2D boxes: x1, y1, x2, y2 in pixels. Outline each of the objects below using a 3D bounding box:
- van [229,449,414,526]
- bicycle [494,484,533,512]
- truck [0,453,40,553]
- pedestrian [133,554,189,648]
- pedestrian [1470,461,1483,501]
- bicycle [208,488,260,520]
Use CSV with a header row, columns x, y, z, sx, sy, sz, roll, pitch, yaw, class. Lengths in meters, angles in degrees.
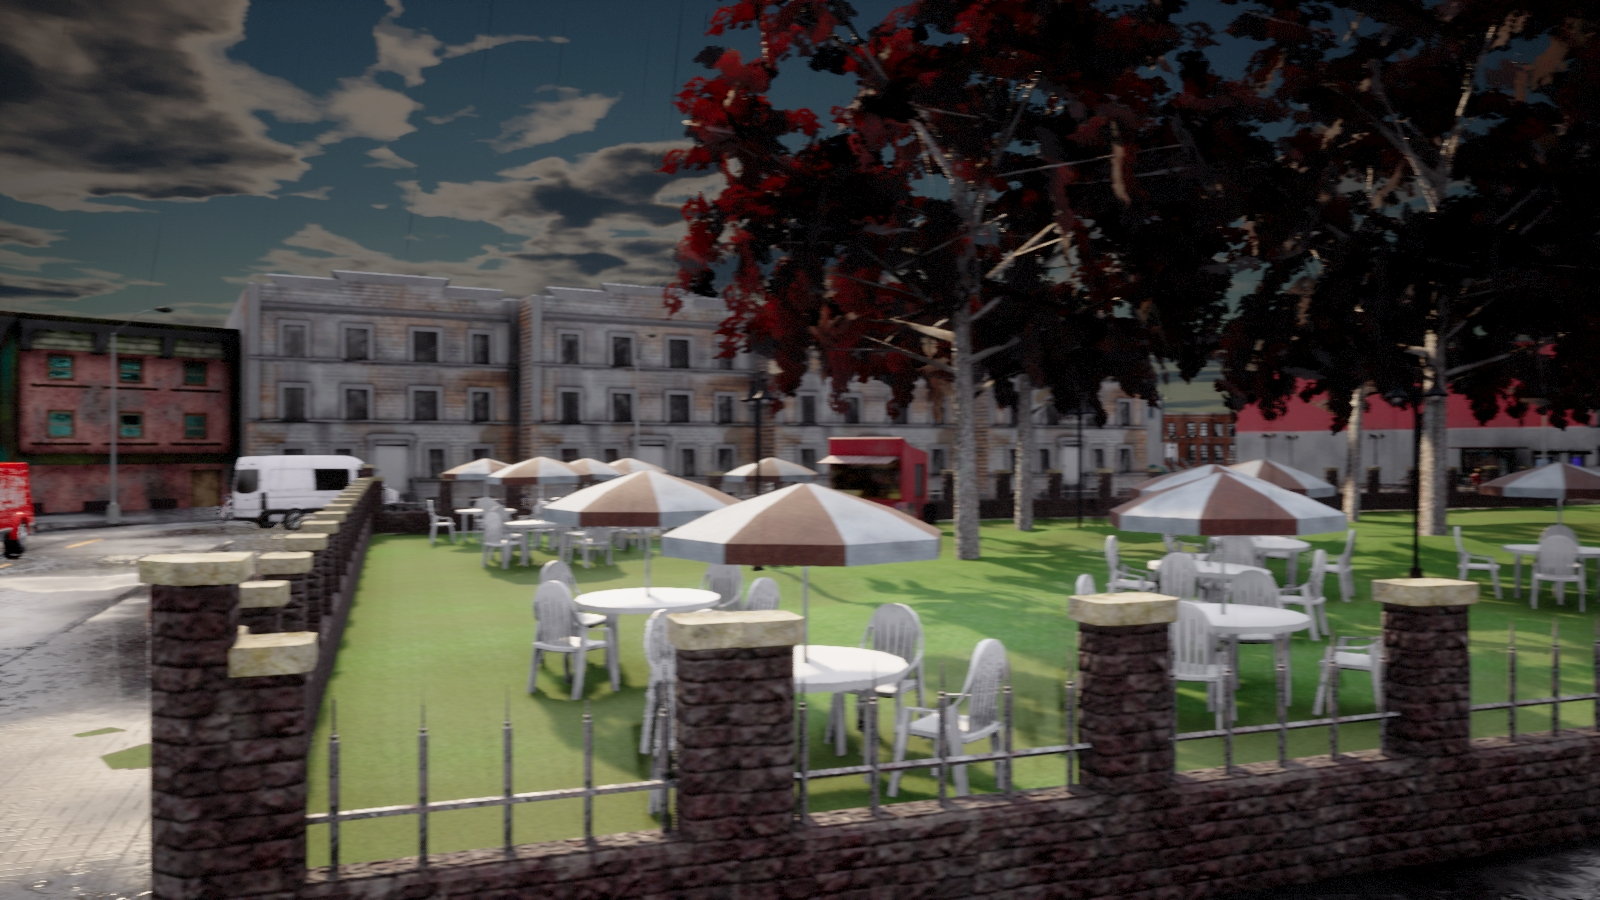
x,y,z,sx,sy,sz,roll,pitch,yaw,class
-17.034,1.273,41.041,1.988,2.561,5.915,-2,-1,36,van
-11.929,1.985,47.562,1.487,1.080,0.859,0,0,-19,bicycle
-21.513,1.320,29.009,2.627,2.467,5.204,0,0,-21,truck
-8.021,1.882,14.358,0.500,1.100,0.500,0,0,-13,pedestrian
31.736,1.456,53.629,0.375,1.860,0.375,0,0,-19,pedestrian
-20.990,1.995,42.408,0.859,1.080,1.487,3,2,38,bicycle
